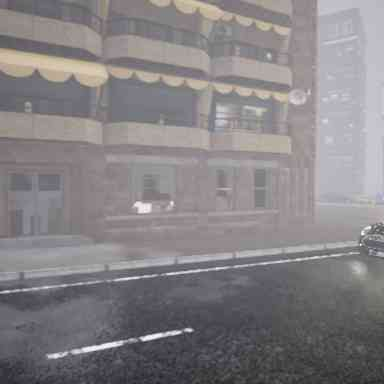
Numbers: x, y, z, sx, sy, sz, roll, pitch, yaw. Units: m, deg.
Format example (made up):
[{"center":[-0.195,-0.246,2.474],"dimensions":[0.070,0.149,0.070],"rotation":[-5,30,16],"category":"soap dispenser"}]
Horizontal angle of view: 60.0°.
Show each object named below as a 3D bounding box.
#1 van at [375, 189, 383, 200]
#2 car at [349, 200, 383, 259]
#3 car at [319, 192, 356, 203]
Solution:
[{"center":[27.143,0.528,44.865],"dimensions":[3.998,1.788,1.690],"rotation":[2,1,32],"category":"van"},{"center":[7.653,1.270,10.880],"dimensions":[4.553,1.767,2.097],"rotation":[0,1,-26],"category":"car"},{"center":[17.805,0.710,40.863],"dimensions":[4.206,1.307,1.802],"rotation":[2,1,32],"category":"car"}]
